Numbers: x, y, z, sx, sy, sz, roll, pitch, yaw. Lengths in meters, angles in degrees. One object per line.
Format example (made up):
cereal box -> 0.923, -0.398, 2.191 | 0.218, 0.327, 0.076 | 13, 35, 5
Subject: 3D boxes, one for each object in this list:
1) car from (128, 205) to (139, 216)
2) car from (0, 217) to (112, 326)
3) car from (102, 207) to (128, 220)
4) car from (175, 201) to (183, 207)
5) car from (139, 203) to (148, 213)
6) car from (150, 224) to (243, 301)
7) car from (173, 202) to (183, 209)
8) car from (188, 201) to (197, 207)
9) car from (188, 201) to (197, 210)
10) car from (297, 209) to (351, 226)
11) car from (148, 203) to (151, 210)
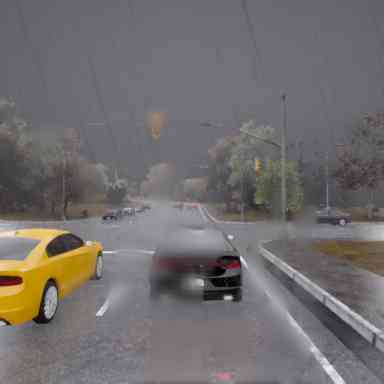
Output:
car -> -10.467, 3.212, 54.636 | 1.812, 1.442, 4.674 | 0, -1, 0
car -> -3.405, 1.543, 7.302 | 1.882, 1.535, 5.008 | 0, -1, 0
car -> -10.515, 3.002, 44.766 | 2.033, 1.411, 5.357 | 0, -2, 1
car -> -3.432, 3.167, 86.756 | 1.994, 1.385, 4.181 | 0, 0, -3
car -> -10.402, 3.247, 64.741 | 2.128, 1.511, 4.902 | 0, 0, 1
car -> 0.102, 1.566, 8.544 | 1.882, 1.535, 5.008 | 0, -1, 0
car -> -3.336, 3.184, 76.688 | 1.837, 1.490, 4.892 | 0, 0, 0
car -> 0.084, 3.162, 86.333 | 2.033, 1.411, 5.357 | 0, 0, -3
car -> 0.165, 3.043, 76.175 | 2.097, 1.767, 4.553 | 0, 0, 0
car -> 12.463, 2.439, 31.572 | 4.892, 1.490, 1.837 | 0, -2, 0
car -> -10.339, 3.231, 75.322 | 2.033, 1.411, 5.357 | 0, 0, 0
